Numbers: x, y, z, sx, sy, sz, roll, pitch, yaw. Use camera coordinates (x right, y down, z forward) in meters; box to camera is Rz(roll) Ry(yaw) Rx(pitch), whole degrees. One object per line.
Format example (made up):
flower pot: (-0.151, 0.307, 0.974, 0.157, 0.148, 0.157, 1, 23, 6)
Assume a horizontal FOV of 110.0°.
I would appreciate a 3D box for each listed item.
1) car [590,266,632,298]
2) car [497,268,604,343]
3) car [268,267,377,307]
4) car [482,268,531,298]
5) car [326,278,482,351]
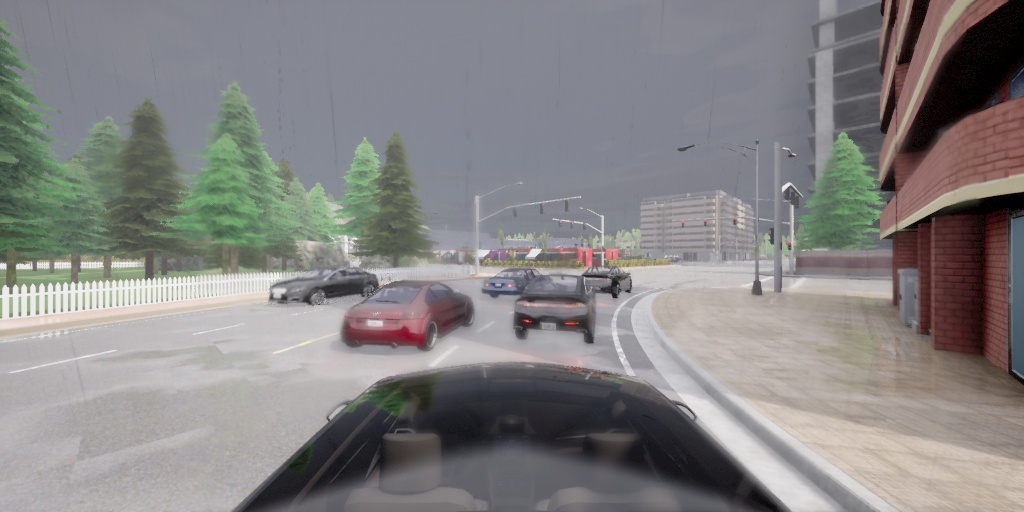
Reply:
car: (4.846, 1.236, 18.346, 2.128, 1.511, 4.902, 1, 1, 29)
car: (1.349, 1.242, 9.787, 2.128, 1.511, 4.902, 0, 0, 14)
car: (-8.015, 1.243, 15.768, 2.128, 1.511, 4.902, 0, 0, 19)
car: (0.473, 1.297, 17.834, 2.033, 1.411, 5.357, 0, 0, 25)
car: (-2.361, 1.314, 9.117, 1.994, 1.385, 4.181, 0, 0, 10)
